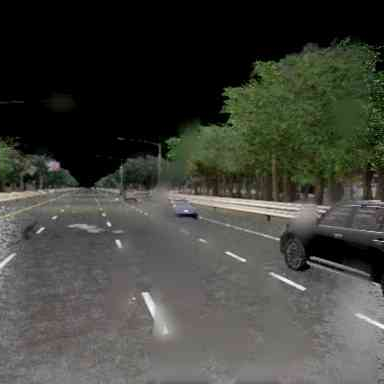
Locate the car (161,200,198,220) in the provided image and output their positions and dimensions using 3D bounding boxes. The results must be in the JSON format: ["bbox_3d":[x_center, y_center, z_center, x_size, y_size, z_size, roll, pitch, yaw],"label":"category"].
[{"bbox_3d":[-0.998,1.261,24.928,1.994,1.385,4.181,1,1,-17],"label":"car"}]

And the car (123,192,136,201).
[{"bbox_3d":[-10.454,0.755,55.683,2.033,1.411,5.357,1,1,-16],"label":"car"}]

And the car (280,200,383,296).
[{"bbox_3d":[4.307,1.188,7.717,2.150,2.045,5.566,1,1,-17],"label":"car"}]
